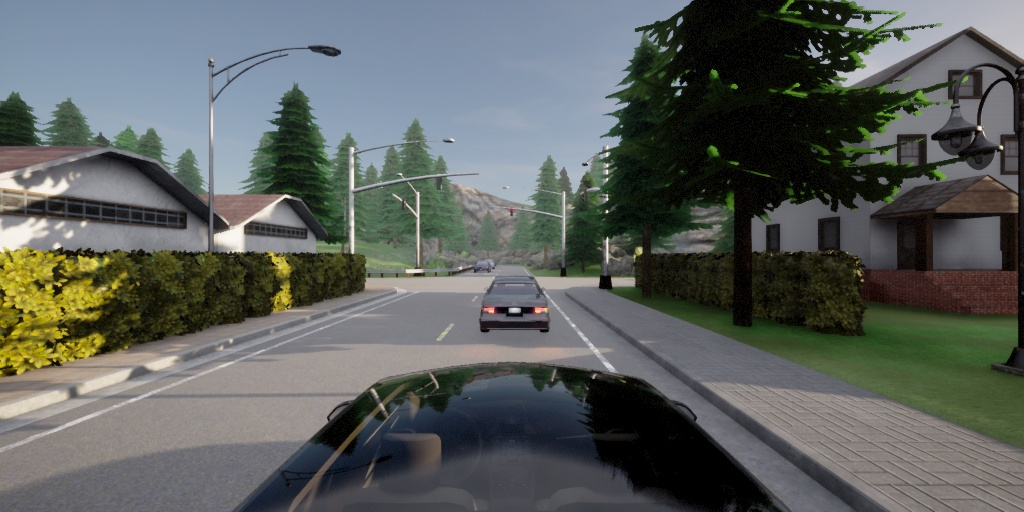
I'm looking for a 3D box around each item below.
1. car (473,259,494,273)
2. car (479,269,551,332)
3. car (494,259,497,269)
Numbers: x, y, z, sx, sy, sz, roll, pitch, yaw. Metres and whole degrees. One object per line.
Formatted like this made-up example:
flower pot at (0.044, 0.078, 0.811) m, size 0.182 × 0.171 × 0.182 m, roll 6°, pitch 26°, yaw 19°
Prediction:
car at (-3.555, 1.276, 43.689) m, size 1.812 × 1.442 × 4.674 m, roll 0°, pitch 0°, yaw 0°
car at (0.079, 1.297, 10.770) m, size 2.033 × 1.411 × 5.357 m, roll 0°, pitch 0°, yaw 0°
car at (-3.546, 1.276, 53.707) m, size 1.812 × 1.442 × 4.674 m, roll 0°, pitch 0°, yaw 0°
